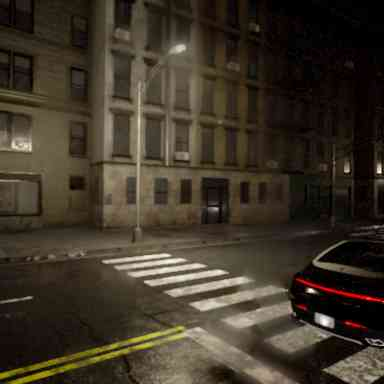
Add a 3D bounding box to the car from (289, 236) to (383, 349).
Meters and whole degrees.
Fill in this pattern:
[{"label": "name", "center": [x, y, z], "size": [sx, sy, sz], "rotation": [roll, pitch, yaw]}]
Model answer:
[{"label": "car", "center": [3.860, 1.582, 6.077], "size": [4.892, 1.490, 1.837], "rotation": [1, 0, -35]}]
